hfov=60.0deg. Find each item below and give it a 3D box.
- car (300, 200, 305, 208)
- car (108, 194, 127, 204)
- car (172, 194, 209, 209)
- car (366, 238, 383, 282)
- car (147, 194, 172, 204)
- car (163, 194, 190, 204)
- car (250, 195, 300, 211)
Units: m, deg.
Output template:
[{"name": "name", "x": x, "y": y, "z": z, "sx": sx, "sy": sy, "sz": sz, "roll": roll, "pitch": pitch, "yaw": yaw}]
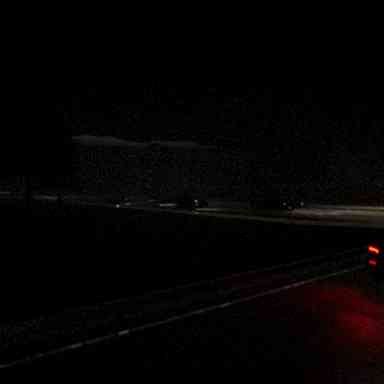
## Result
[{"name": "car", "x": 10.325, "y": 1.079, "z": 37.416, "sx": 2.128, "sy": 1.511, "sz": 4.902, "roll": -1, "pitch": 1, "yaw": -36}, {"name": "car", "x": -12.964, "y": 1.197, "z": 57.729, "sx": 1.837, "sy": 1.490, "sz": 4.892, "roll": -1, "pitch": 0, "yaw": -36}, {"name": "car", "x": 0.004, "y": 1.037, "z": 39.676, "sx": 2.097, "sy": 1.767, "sz": 4.553, "roll": -1, "pitch": 1, "yaw": -36}, {"name": "car", "x": 6.034, "y": 1.396, "z": 8.068, "sx": 4.674, "sy": 1.442, "sz": 1.812, "roll": -1, "pitch": 1, "yaw": -35}, {"name": "car", "x": -5.444, "y": 1.131, "z": 53.177, "sx": 2.128, "sy": 1.511, "sz": 4.902, "roll": -1, "pitch": 1, "yaw": -36}, {"name": "car", "x": -2.606, "y": 1.083, "z": 55.225, "sx": 2.128, "sy": 1.511, "sz": 4.902, "roll": -1, "pitch": 1, "yaw": -36}, {"name": "car", "x": 8.278, "y": 1.237, "z": 34.284, "sx": 1.895, "sy": 1.301, "sz": 4.718, "roll": -1, "pitch": 1, "yaw": -36}]
